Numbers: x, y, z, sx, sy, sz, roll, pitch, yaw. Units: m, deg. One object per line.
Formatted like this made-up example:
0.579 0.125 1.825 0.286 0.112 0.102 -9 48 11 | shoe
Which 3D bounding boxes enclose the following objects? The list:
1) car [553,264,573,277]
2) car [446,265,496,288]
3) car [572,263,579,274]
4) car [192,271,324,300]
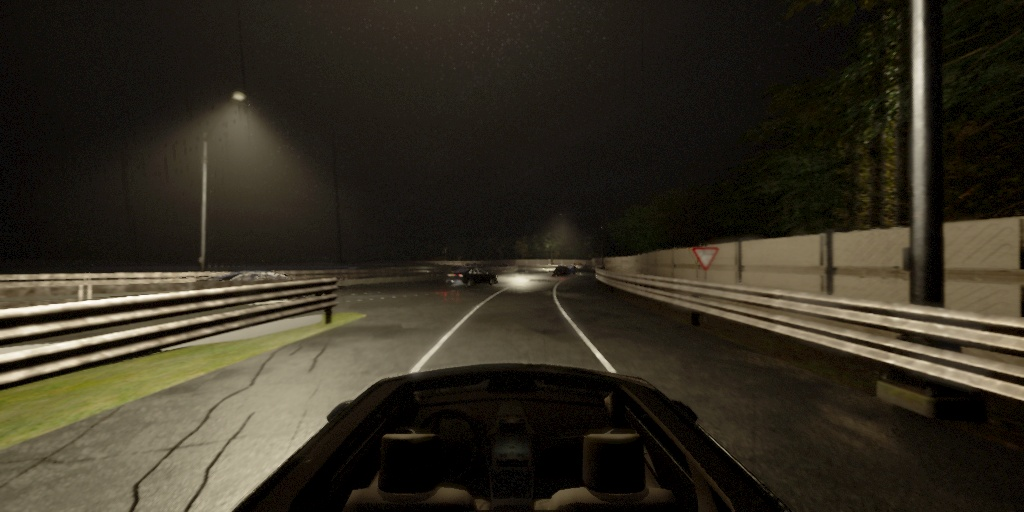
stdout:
7.071 2.166 51.079 1.812 1.442 4.674 0 -1 18 | car
-3.078 1.661 28.076 2.128 1.511 4.902 0 -1 30 | car
10.233 2.430 63.211 2.033 1.411 5.357 0 -1 11 | car
-11.189 1.409 16.208 2.128 1.511 4.902 -1 -1 38 | car
